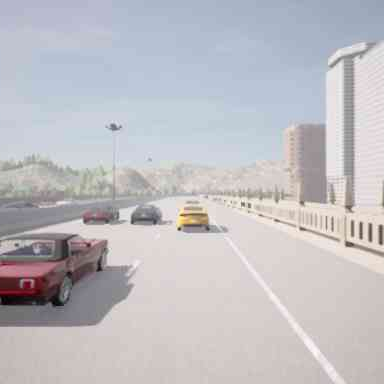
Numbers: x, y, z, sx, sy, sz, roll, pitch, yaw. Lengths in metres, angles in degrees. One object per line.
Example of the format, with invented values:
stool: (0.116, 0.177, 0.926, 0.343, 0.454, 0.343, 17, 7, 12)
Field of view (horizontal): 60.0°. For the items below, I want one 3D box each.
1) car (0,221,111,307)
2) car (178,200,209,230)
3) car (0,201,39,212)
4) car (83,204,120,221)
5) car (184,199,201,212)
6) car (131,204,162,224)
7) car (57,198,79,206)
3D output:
car: (-3.404, 1.614, 7.942, 1.895, 1.301, 4.718, 0, 0, 0)
car: (0.090, 1.517, 21.422, 1.882, 1.535, 5.008, 0, 0, 0)
car: (-14.096, 1.557, 26.938, 1.837, 1.490, 4.892, 0, 0, 0)
car: (-6.912, 1.613, 25.695, 1.994, 1.385, 4.181, 0, 0, 0)
car: (0.080, 1.646, 41.119, 1.994, 1.385, 4.181, 0, 0, 0)
car: (-3.413, 1.612, 25.443, 1.994, 1.385, 4.181, 0, 0, 0)
car: (-17.543, 1.621, 47.277, 1.812, 1.442, 4.674, 0, 0, 1)
